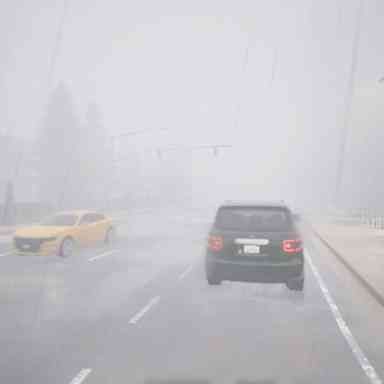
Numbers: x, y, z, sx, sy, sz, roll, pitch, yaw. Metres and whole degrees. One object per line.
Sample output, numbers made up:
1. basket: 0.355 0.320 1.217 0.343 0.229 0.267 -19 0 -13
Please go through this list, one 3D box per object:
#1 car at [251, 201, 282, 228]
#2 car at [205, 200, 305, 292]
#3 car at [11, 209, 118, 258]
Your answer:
1. car: 5.247 1.450 23.254 1.882 1.535 5.008 0 0 14
2. car: 1.792 1.213 9.210 2.150 2.045 5.566 0 0 13
3. car: -4.705 1.474 13.054 1.882 1.535 5.008 0 0 14
